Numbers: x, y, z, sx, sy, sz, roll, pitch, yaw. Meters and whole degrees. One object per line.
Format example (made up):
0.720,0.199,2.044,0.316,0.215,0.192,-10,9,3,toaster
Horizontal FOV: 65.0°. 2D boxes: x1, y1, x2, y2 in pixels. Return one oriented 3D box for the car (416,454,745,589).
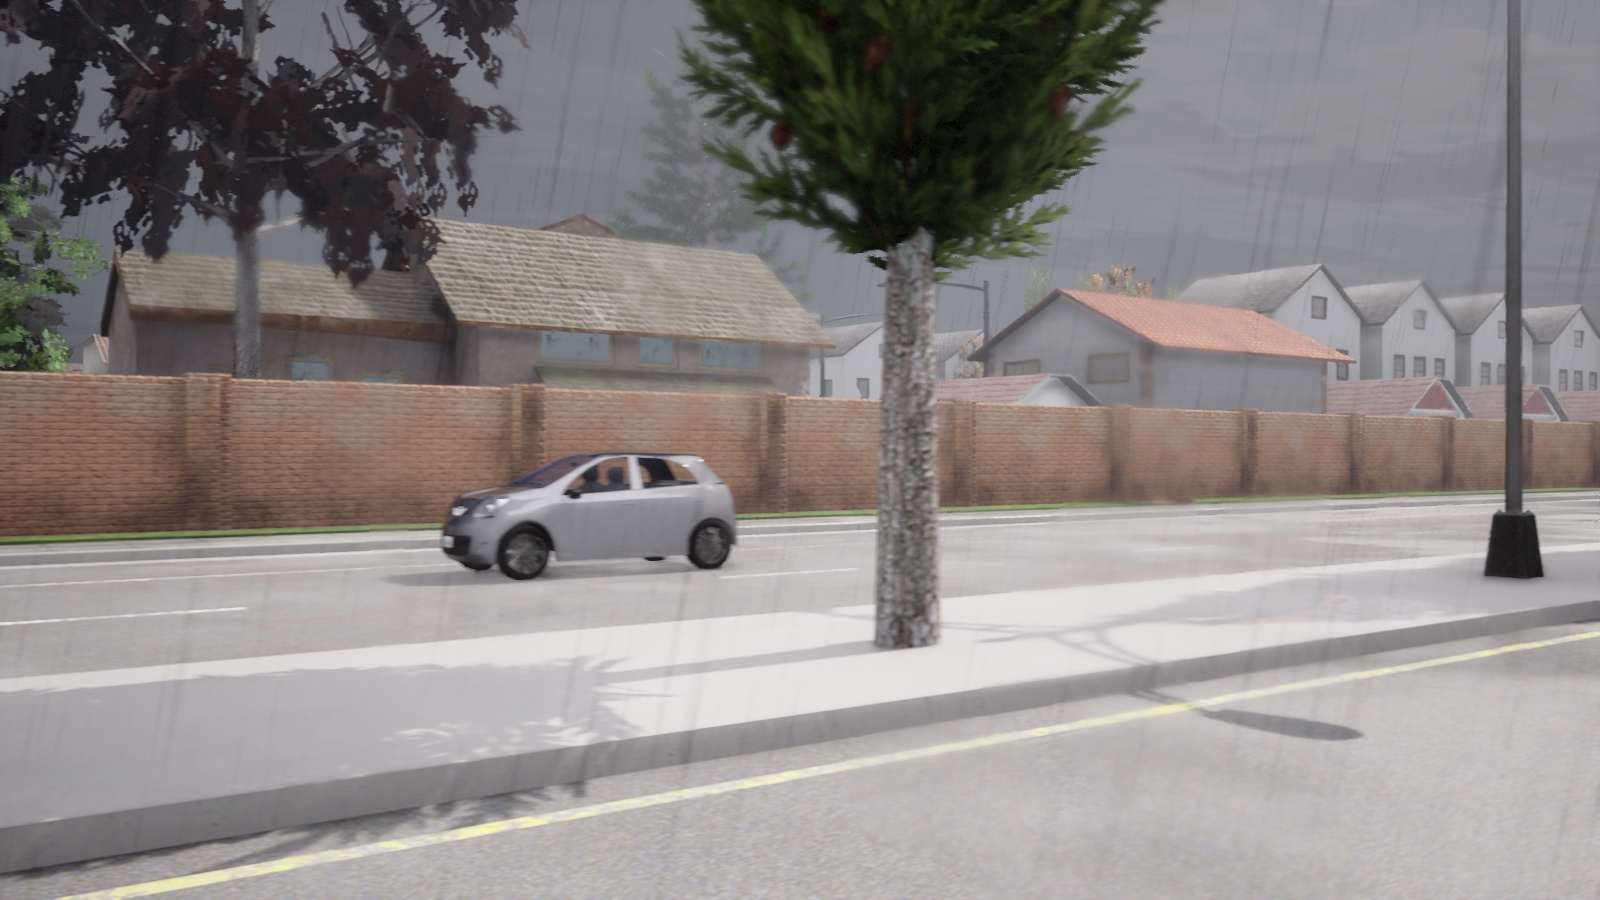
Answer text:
-2.719,0.803,15.778,3.633,1.501,1.845,0,0,-35,car
